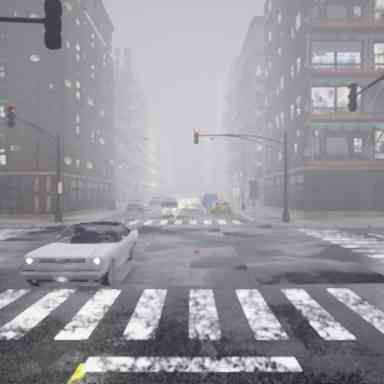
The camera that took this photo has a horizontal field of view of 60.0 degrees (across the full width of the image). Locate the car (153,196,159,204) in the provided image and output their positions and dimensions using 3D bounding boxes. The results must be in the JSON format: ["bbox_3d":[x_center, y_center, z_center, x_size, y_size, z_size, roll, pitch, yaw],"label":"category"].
[{"bbox_3d":[-5.342,1.277,50.333,1.802,1.307,4.206,1,0,0],"label":"car"}]

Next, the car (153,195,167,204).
[{"bbox_3d":[-5.346,1.190,55.820,1.752,1.417,4.829,1,0,0],"label":"car"}]

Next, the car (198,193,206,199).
[{"bbox_3d":[2.514,1.064,84.333,1.887,1.381,4.507,1,0,0],"label":"car"}]

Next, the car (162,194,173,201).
[{"bbox_3d":[-5.358,1.125,72.963,2.008,1.369,4.403,1,0,0],"label":"car"}]

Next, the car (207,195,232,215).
[{"bbox_3d":[2.682,1.331,30.910,1.752,1.417,4.829,1,0,0],"label":"car"}]

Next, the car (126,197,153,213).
[{"bbox_3d":[-5.459,1.342,33.359,2.008,1.369,4.403,1,0,0],"label":"car"}]

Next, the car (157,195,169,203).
[{"bbox_3d":[-5.350,1.216,61.648,1.802,1.307,4.206,1,0,0],"label":"car"}]

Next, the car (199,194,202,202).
[{"bbox_3d":[2.541,1.010,50.395,2.192,1.841,5.009,1,0,0],"label":"car"}]

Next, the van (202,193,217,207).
[{"bbox_3d":[2.577,1.067,44.742,1.690,1.788,3.998,1,0,0],"label":"van"}]

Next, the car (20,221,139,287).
[{"bbox_3d":[-2.756,1.541,9.256,1.895,1.301,4.718,0,0,0],"label":"car"}]

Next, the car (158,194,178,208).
[{"bbox_3d":[-2.780,1.304,42.072,1.994,1.385,4.181,0,0,0],"label":"car"}]
